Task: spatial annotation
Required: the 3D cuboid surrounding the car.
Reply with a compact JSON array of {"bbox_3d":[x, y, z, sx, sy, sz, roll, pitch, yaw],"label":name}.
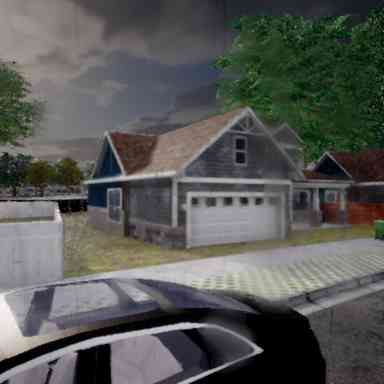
[{"bbox_3d":[-1.113,1.494,2.208,4.902,1.511,2.128,0,0,-35],"label":"car"}]
